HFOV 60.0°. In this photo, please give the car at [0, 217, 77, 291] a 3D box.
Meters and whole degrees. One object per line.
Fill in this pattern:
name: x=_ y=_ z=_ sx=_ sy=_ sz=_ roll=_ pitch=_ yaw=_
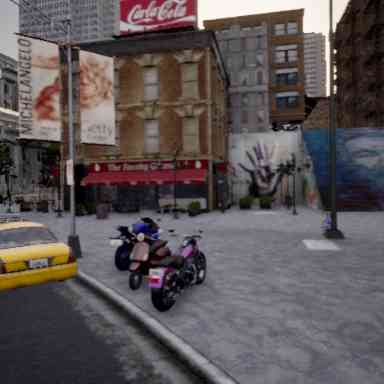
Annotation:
car: x=-4.705 y=1.424 z=8.746 sx=1.801 sy=1.575 sz=5.366 roll=-2 pitch=1 yaw=-39
